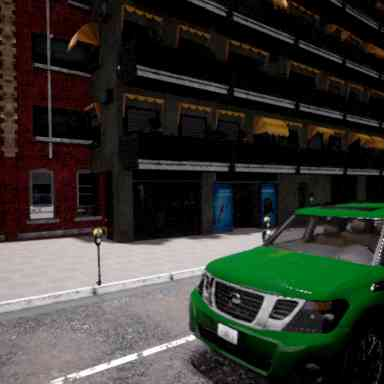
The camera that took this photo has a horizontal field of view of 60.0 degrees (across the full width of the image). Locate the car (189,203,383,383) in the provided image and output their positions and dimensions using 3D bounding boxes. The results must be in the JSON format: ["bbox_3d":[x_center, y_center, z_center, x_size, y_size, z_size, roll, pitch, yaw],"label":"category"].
[{"bbox_3d":[2.599,1.221,5.334,5.566,2.045,2.150,0,0,-37],"label":"car"}]
